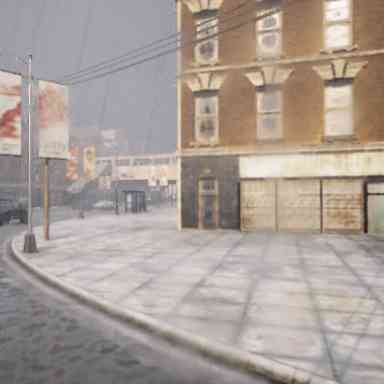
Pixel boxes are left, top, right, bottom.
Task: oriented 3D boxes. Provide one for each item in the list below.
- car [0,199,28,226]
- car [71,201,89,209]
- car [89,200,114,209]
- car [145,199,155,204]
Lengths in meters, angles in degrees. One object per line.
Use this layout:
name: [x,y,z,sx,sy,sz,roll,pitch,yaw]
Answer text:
car: [-15.117,1.544,26.449,2.150,2.045,5.566,0,-1,-2]
car: [-19.026,2.227,57.534,1.994,1.385,4.181,0,-1,16]
car: [-15.327,2.182,57.740,1.812,1.442,4.674,0,-1,16]
car: [-12.713,2.605,91.520,1.895,1.301,4.718,0,-1,15]
